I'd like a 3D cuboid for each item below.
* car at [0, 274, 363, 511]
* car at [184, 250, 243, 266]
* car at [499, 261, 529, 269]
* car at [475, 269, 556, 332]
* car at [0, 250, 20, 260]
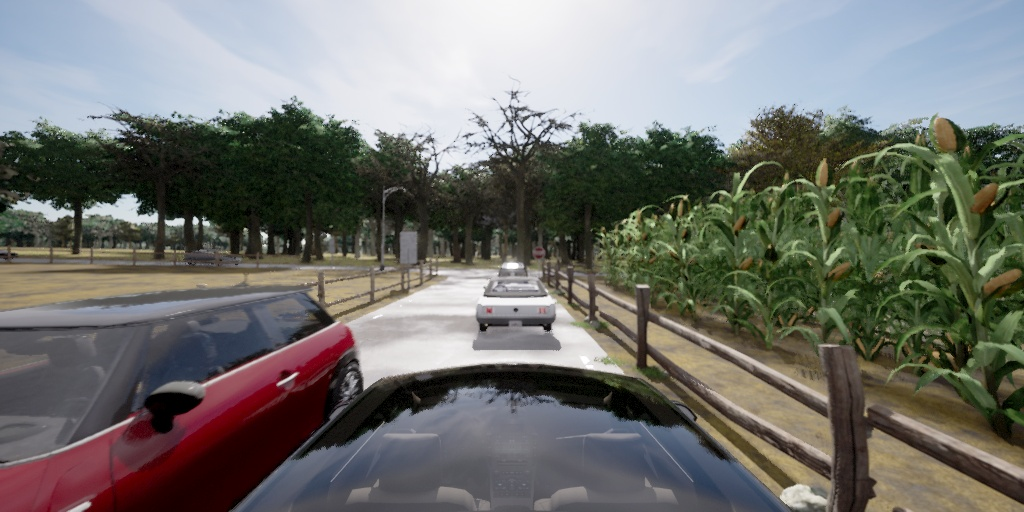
[{"bbox_3d":[-2.849,1.093,2.428,2.097,1.767,4.553,0,1,0],"label":"car"},{"bbox_3d":[-28.798,0.171,34.718,4.902,1.511,2.128,1,1,0],"label":"car"},{"bbox_3d":[0.110,1.024,23.034,2.033,1.411,5.357,0,1,2],"label":"car"},{"bbox_3d":[0.078,1.239,10.404,1.895,1.301,4.718,0,1,0],"label":"car"},{"bbox_3d":[-51.542,-0.313,34.805,5.357,1.411,2.033,1,1,0],"label":"car"}]
